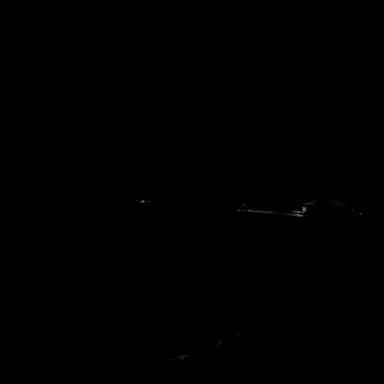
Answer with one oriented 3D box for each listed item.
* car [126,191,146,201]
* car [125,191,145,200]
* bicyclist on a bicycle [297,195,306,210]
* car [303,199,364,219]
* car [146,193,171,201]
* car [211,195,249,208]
[{"bbox_3d":[-8.579,0.737,54.518,2.033,1.411,5.357,1,1,-34],"label":"car"},{"bbox_3d":[-10.789,0.614,62.535,1.812,1.442,4.674,1,1,-35],"label":"car"},{"bbox_3d":[11.818,1.123,35.599,1.656,1.620,0.582,0,1,-35],"label":"bicyclist on a bicycle"},{"bbox_3d":[11.038,1.273,26.291,1.812,1.442,4.674,1,1,-35],"label":"car"},{"bbox_3d":[-5.247,0.807,54.676,1.994,1.385,4.181,1,1,-34],"label":"car"},{"bbox_3d":[4.116,1.041,36.197,2.128,1.511,4.902,1,1,-35],"label":"car"}]
